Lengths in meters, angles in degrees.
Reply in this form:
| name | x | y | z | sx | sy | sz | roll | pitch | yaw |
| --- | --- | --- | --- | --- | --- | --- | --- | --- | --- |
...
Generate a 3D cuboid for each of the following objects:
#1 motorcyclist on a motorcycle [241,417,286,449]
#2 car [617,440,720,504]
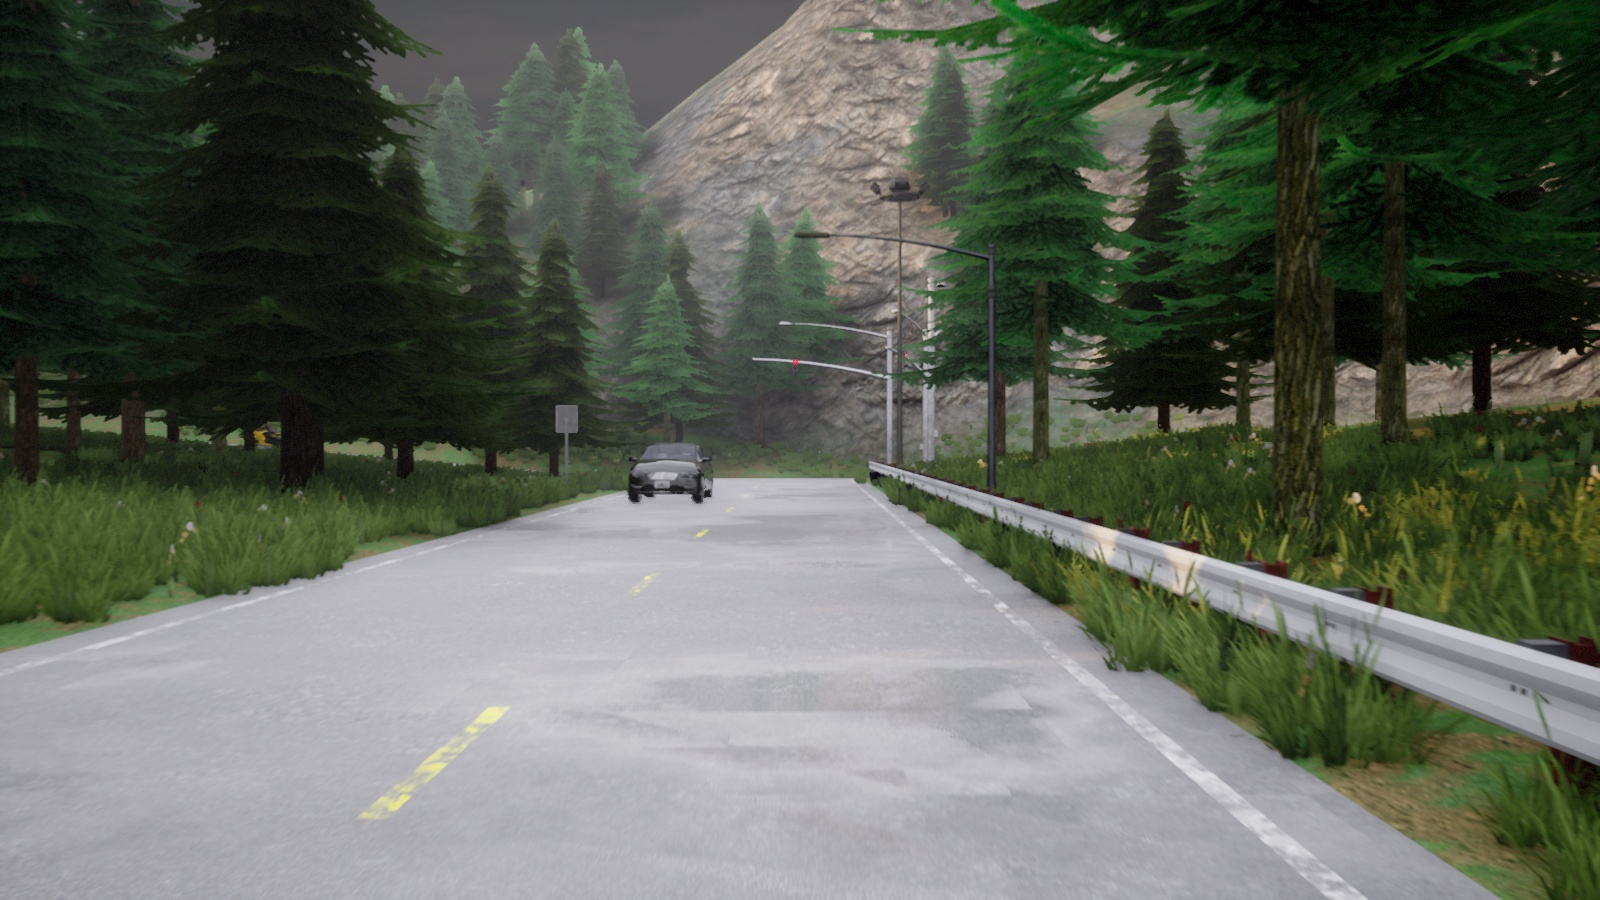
| name | x | y | z | sx | sy | sz | roll | pitch | yaw |
| --- | --- | --- | --- | --- | --- | --- | --- | --- | --- |
| motorcyclist on a motorcycle | -28.484 | -0.892 | 66.650 | 2.044 | 1.523 | 0.797 | 5 | 1 | 12 |
| car | -3.301 | 0.515 | 32.426 | 2.128 | 1.511 | 4.902 | 0 | 0 | 0 |
